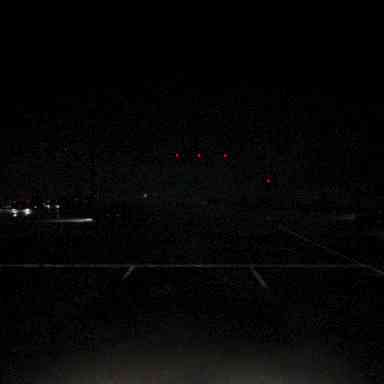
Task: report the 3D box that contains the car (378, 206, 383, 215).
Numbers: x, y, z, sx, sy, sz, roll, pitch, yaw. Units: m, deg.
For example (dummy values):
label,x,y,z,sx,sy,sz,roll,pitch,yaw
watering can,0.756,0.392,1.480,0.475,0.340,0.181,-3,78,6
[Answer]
label,x,y,z,sx,sy,sz,roll,pitch,yaw
car,17.687,1.263,26.124,4.553,1.767,2.097,0,0,6

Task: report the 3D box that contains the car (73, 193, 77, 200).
label,x,y,z,sx,sy,sz,roll,pitch,yaw
car,-24.565,1.214,65.061,1.882,1.535,5.008,0,0,0

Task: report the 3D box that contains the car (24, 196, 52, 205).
label,x,y,z,sx,sy,sz,roll,pitch,yaw
car,-24.633,1.334,53.562,2.033,1.411,5.357,0,0,0

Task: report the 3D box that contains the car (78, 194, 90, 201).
label,x,y,z,sx,sy,sz,roll,pitch,yaw
car,-25.139,1.205,77.733,1.812,1.442,4.674,0,0,-7

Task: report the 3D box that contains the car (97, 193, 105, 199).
label,x,y,z,sx,sy,sz,roll,pitch,yaw
car,-21.594,1.036,77.667,2.097,1.767,4.553,0,0,-7

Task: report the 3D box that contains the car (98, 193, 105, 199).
label,x,y,z,sx,sy,sz,roll,pitch,yaw
car,-25.100,1.114,92.087,1.837,1.490,4.892,0,0,-18

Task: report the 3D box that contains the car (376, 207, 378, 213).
label,x,y,z,sx,sy,sz,roll,pitch,yaw
car,19.445,1.440,29.552,5.357,1.411,2.033,0,0,7

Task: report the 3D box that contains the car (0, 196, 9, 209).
label,x,y,z,sx,sy,sz,roll,pitch,yaw
car,-24.631,1.360,42.936,1.812,1.442,4.674,0,0,0

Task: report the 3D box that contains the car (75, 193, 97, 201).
label,x,y,z,sx,sy,sz,roll,pitch,yaw
car,-21.065,1.333,66.128,1.895,1.301,4.718,0,0,0

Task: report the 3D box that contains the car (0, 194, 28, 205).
label,x,y,z,sx,sy,sz,roll,pitch,yaw
car,-28.129,1.143,52.660,2.097,1.767,4.553,0,0,0

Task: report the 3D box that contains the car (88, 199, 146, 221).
label,x,y,z,sx,sy,sz,roll,pitch,yaw
car,-5.683,1.478,25.931,4.181,1.385,1.994,0,0,-5

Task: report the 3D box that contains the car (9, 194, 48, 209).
label,x,y,z,sx,sy,sz,roll,pitch,yaw
car,-21.137,1.185,43.185,2.097,1.767,4.553,0,0,0

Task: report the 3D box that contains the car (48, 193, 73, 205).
label,x,y,z,sx,sy,sz,roll,pitch,yaw
car,-21.137,1.293,53.008,1.837,1.490,4.892,0,1,0

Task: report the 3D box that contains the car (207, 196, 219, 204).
label,x,y,z,sx,sy,sz,roll,pitch,yaw
car,3.548,1.371,57.343,1.895,1.301,4.718,0,0,0

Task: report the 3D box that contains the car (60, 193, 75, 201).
label,x,y,z,sx,sy,sz,roll,pitch,yaw
car,-28.465,1.042,76.311,2.097,1.767,4.553,0,0,-7

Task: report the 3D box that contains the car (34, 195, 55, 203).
label,x,y,z,sx,sy,sz,roll,pitch,yaw
car,-28.063,1.339,63.479,1.895,1.301,4.718,0,0,0
